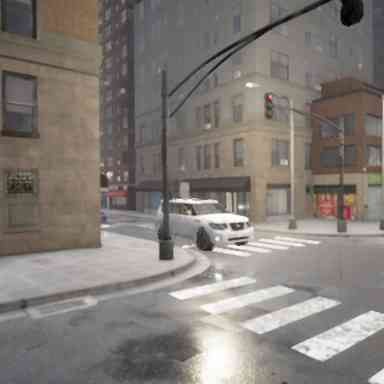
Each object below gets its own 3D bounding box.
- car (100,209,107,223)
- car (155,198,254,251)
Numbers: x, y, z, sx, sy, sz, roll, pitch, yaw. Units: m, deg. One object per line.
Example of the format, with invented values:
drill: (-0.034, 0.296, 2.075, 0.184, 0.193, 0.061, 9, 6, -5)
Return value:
car: (-8.576, 1.781, 27.224, 1.812, 1.442, 4.674, -1, 0, -38)
car: (0.308, 1.342, 15.265, 2.150, 2.045, 5.566, -1, 0, -34)
